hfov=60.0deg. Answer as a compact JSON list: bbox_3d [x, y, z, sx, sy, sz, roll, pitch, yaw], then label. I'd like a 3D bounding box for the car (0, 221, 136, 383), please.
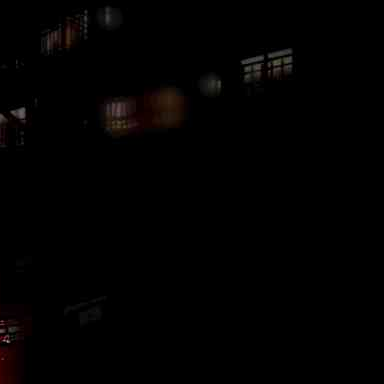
[{"bbox_3d":[-2.984,1.361,4.793,5.009,1.841,2.192,-1,0,35],"label":"car"}]

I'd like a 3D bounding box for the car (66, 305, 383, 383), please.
[{"bbox_3d":[1.631,1.540,1.506,4.507,1.381,1.887,-1,0,35],"label":"car"}]
